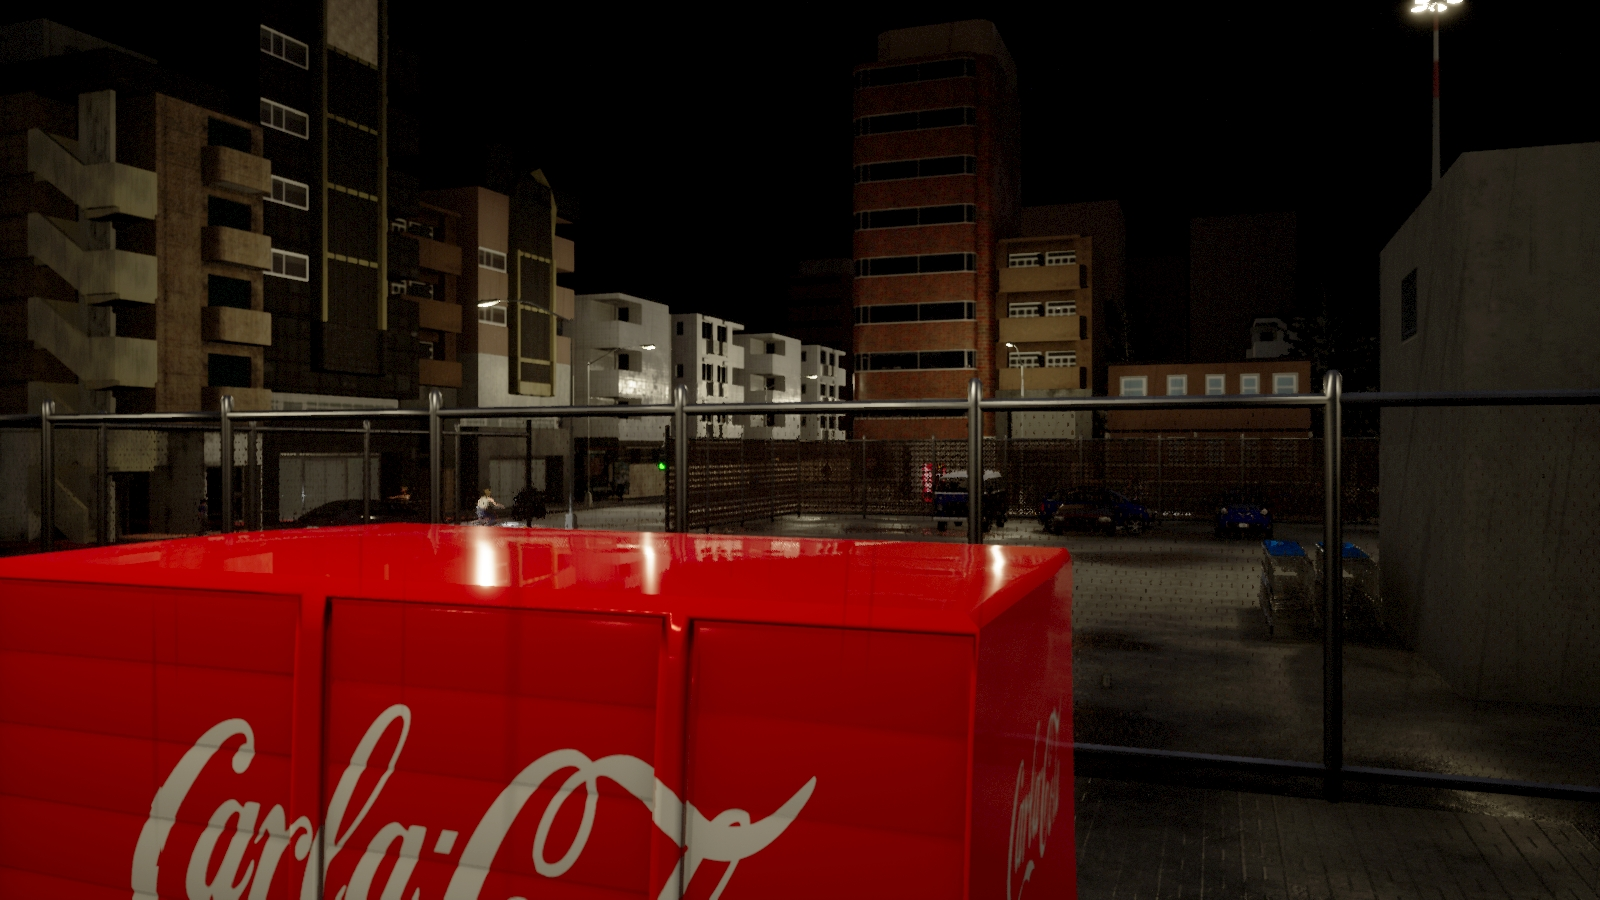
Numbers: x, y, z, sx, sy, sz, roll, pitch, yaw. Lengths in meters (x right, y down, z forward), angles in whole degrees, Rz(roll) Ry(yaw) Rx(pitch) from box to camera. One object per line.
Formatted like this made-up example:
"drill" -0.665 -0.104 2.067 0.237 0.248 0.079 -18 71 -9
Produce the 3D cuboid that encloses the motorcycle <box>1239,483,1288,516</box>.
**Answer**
"motorcycle" 18.400 1.961 45.402 1.805 1.236 0.856 0 0 20

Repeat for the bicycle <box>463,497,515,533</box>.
"bicycle" -9.886 2.058 36.371 0.859 1.080 1.487 0 -1 20

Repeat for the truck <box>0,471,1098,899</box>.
"truck" -1.649 1.351 4.450 5.204 2.467 2.627 0 0 20

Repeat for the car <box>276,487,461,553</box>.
"car" -11.743 1.863 31.506 2.163 1.488 4.792 0 0 20

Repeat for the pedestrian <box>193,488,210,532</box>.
"pedestrian" -18.319 1.831 34.967 0.375 1.300 0.375 0 0 44

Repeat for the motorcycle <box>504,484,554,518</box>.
"motorcycle" -10.797 2.009 45.565 0.867 1.251 2.209 0 0 20
